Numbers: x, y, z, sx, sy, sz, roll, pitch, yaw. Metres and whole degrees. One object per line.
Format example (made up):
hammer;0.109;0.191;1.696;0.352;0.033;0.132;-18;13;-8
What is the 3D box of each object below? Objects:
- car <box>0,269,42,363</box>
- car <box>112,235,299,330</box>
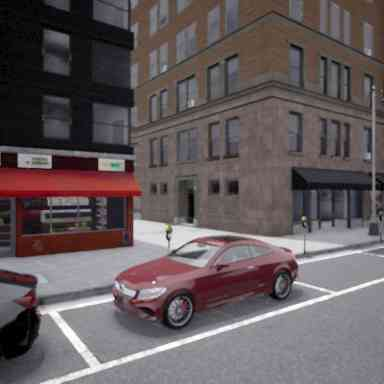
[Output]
car;-4.001;1.562;3.680;4.313;1.339;1.947;0;0;-36
car;0.477;1.596;6.875;4.206;1.307;1.802;0;0;-36
